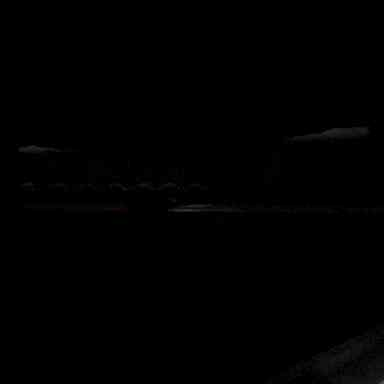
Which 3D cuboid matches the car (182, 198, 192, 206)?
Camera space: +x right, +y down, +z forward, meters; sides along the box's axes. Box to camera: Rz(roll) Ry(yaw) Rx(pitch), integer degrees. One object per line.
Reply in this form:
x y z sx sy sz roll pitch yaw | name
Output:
-2.359 1.322 50.435 4.674 1.442 1.812 0 0 12 | car

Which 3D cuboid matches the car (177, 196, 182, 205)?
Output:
-4.249 1.169 47.261 4.553 1.767 2.097 0 0 12 | car

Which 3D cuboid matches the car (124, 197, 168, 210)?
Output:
-5.520 1.346 40.375 4.902 1.511 2.128 0 0 12 | car

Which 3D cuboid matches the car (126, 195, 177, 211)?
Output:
-4.654 1.343 36.608 5.008 1.535 1.882 0 0 12 | car
